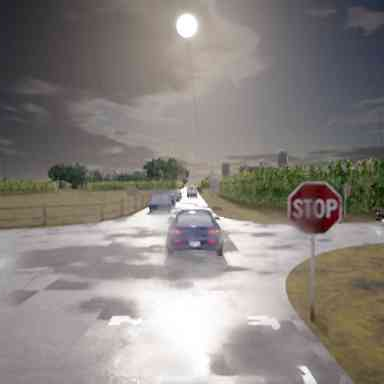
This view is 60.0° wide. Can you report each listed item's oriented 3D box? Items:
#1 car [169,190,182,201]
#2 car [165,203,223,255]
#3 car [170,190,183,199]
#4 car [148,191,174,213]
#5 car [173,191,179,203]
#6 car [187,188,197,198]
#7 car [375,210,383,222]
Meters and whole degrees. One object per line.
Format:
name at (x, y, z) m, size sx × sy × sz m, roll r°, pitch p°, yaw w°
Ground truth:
car at (-2.871, 0.487, 49.589) m, size 2.097 × 1.767 × 4.553 m, roll 0°, pitch 1°, yaw 0°
car at (0.086, 1.366, 12.362) m, size 1.812 × 1.442 × 4.674 m, roll 0°, pitch 1°, yaw 0°
car at (-2.824, 0.370, 61.101) m, size 2.128 × 1.511 × 4.902 m, roll 0°, pitch 1°, yaw 0°
car at (-2.827, 1.002, 30.054) m, size 1.882 × 1.535 × 5.008 m, roll 0°, pitch 1°, yaw -2°
car at (-2.878, 0.946, 39.366) m, size 1.895 × 1.301 × 4.718 m, roll 0°, pitch 1°, yaw 0°
car at (0.050, 0.447, 62.426) m, size 1.895 × 1.301 × 4.718 m, roll 0°, pitch 1°, yaw 0°
car at (12.618, 1.049, 17.436) m, size 5.357 × 1.411 × 2.033 m, roll -1°, pitch 1°, yaw -2°
